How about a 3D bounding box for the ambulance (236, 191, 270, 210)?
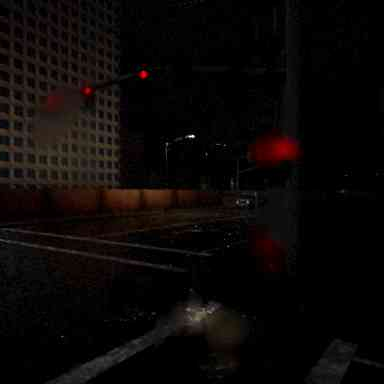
[{"bbox_3d":[8.142,1.042,44.549,2.351,2.431,6.366,0,0,36],"label":"ambulance"}]
